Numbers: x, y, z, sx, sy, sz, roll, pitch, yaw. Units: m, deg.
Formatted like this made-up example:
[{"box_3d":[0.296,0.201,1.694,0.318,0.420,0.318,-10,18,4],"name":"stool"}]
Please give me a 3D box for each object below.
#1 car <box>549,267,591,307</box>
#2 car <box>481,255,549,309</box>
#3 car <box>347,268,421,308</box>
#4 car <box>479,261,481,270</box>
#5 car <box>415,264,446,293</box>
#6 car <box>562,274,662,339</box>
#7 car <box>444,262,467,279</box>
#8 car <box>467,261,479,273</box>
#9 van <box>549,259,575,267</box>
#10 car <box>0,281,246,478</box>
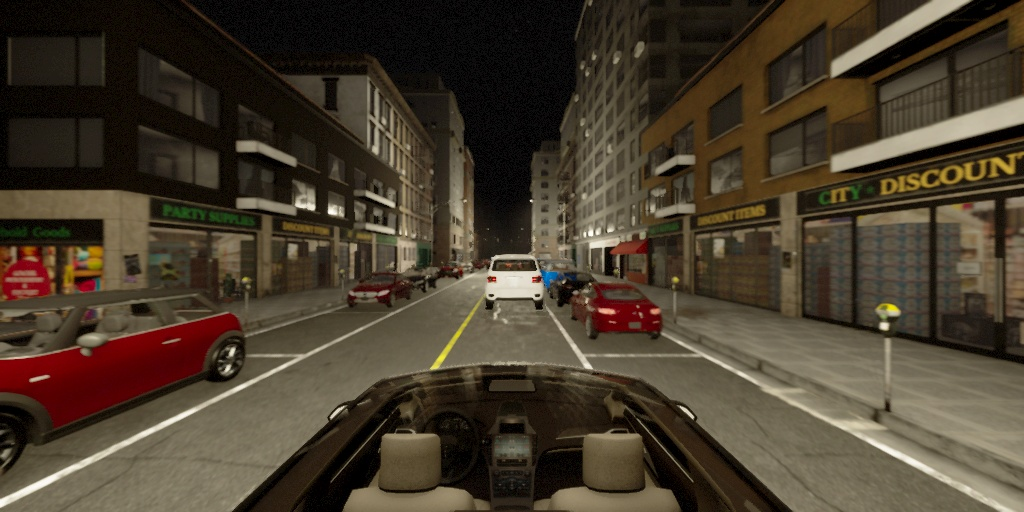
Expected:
[{"box_3d":[2.622,1.321,15.256,1.948,1.339,4.313,0,0,0],"name":"car"},{"box_3d":[0.085,0.978,15.035,2.150,2.045,5.566,0,0,0],"name":"car"},{"box_3d":[-5.403,1.341,15.245,1.802,1.307,4.207,0,0,0],"name":"car"},{"box_3d":[-5.453,1.354,53.820,1.888,1.381,4.507,0,0,0],"name":"car"},{"box_3d":[-5.410,1.314,20.756,2.007,1.370,4.403,0,0,0],"name":"car"},{"box_3d":[2.629,1.334,9.745,1.802,1.307,4.207,0,0,0],"name":"car"},{"box_3d":[-5.425,1.216,31.777,1.967,1.591,4.097,0,0,0],"name":"car"},{"box_3d":[-5.439,1.343,42.798,2.007,1.370,4.403,0,0,0],"name":"car"},{"box_3d":[2.615,1.100,20.766,1.690,1.789,3.998,0,0,0],"name":"van"},{"box_3d":[-5.389,1.193,4.224,1.967,1.591,4.097,0,0,0],"name":"car"}]
